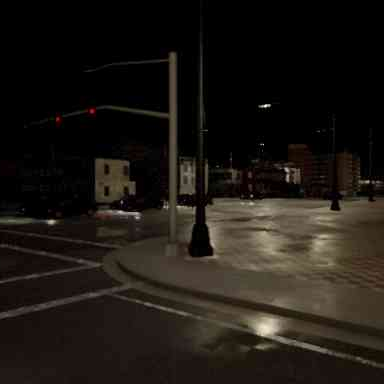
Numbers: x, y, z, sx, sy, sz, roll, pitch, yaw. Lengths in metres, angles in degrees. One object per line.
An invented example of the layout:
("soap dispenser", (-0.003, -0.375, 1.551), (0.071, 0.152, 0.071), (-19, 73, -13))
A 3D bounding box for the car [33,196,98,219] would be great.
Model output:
("car", (-10.525, 1.388, 28.637), (1.882, 1.535, 5.008), (0, 1, 37))

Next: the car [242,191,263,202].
("car", (10.240, 0.603, 56.381), (2.097, 1.767, 4.553), (0, 1, 37))

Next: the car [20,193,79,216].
("car", (-13.030, 1.136, 31.147), (2.150, 2.045, 5.566), (0, 1, 36))

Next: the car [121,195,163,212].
("car", (-5.035, 1.305, 36.020), (1.812, 1.442, 4.674), (0, 1, 37))

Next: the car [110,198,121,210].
("car", (-7.346, 1.124, 38.764), (2.097, 1.767, 4.553), (0, 1, 37))

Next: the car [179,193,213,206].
("car", (0.848, 0.958, 43.906), (2.097, 1.767, 4.553), (0, 1, 37))

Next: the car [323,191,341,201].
("car", (24.339, 0.553, 57.579), (2.097, 1.767, 4.553), (0, 0, 37))

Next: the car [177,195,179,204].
("car", (-1.266, 1.098, 46.925), (1.837, 1.490, 4.892), (0, 1, 37))
